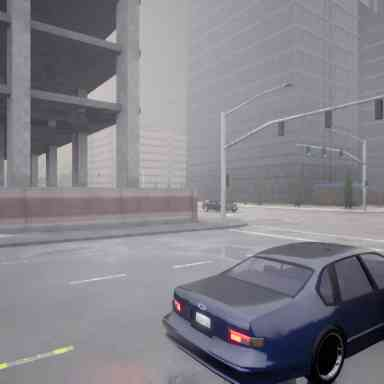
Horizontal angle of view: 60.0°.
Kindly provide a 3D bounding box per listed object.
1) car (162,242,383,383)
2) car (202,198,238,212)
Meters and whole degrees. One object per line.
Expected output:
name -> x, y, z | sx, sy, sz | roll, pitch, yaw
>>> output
car -> 2.184, 1.547, 5.348 | 5.357, 1.411, 2.033 | 0, 0, -35
car -> 3.106, 1.505, 37.433 | 1.837, 1.490, 4.892 | 0, 0, -36
